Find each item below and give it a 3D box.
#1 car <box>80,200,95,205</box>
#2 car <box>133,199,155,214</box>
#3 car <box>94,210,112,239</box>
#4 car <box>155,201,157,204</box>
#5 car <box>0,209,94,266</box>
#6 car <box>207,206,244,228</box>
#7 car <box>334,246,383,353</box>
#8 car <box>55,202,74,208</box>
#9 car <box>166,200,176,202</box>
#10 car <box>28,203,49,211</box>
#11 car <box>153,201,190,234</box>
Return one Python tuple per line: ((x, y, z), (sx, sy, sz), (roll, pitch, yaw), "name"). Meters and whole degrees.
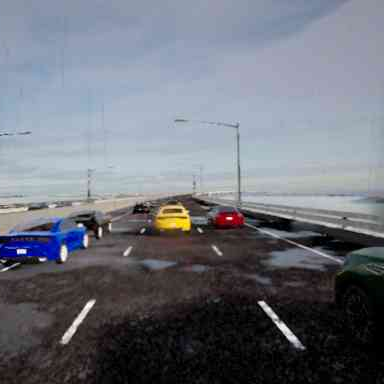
((-17.482, 2.166, 56.035), (2.128, 1.511, 4.902), (-1, 0, -3), "car")
((-6.020, 1.812, 40.331), (2.128, 1.511, 4.902), (-1, 0, -3), "car")
((-5.735, 1.732, 18.518), (1.837, 1.490, 4.892), (-1, 0, -4), "car")
((-6.851, 1.886, 54.366), (2.128, 1.511, 4.902), (-1, 0, -3), "car")
((-5.331, 1.670, 12.540), (1.882, 1.535, 5.008), (-1, 0, -4), "car")
((2.176, 1.605, 22.507), (1.994, 1.385, 4.181), (-1, 0, -4), "car")
((3.509, 1.145, 3.005), (2.150, 2.045, 5.566), (-1, 0, -5), "car")
((-20.916, 2.321, 54.685), (1.994, 1.385, 4.181), (-1, 0, -3), "car")
((-2.339, 1.698, 38.648), (1.882, 1.535, 5.008), (-1, 0, -3), "car")
((-24.328, 2.402, 52.901), (1.994, 1.385, 4.181), (-1, 0, -3), "car")
((-1.188, 1.596, 20.298), (1.882, 1.535, 5.008), (-1, 0, -4), "car")
